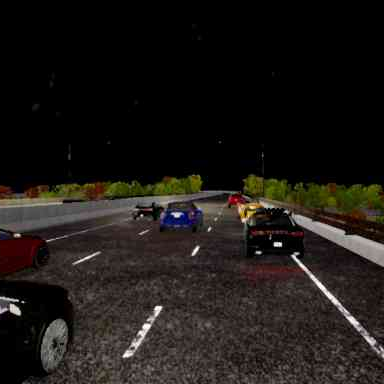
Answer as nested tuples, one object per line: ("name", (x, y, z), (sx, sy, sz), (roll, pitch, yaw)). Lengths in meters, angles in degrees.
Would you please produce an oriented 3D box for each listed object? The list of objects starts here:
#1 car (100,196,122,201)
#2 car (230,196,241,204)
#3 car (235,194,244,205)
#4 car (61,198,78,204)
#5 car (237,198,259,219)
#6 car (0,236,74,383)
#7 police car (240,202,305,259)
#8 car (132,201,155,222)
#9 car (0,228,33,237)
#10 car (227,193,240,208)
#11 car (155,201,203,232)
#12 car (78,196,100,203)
("car", (-11.320, 1.509, 48.620), (1.812, 1.442, 4.674), (0, 0, 7))
("car", (8.365, 1.466, 64.182), (2.128, 1.511, 4.902), (0, 0, 7))
("car", (4.959, 1.342, 28.607), (2.097, 1.767, 4.553), (0, 0, 7))
("car", (-18.150, 1.546, 50.371), (1.994, 1.385, 4.181), (0, 0, 7))
("car", (4.240, 1.448, 22.872), (1.801, 1.575, 5.366), (0, 0, 7))
("car", (-2.773, 1.490, 2.755), (2.128, 1.511, 4.902), (0, 0, 7))
("police car", (2.985, 1.422, 12.871), (1.930, 1.638, 5.238), (0, 0, 7))
("car", (-3.320, 1.483, 26.481), (2.128, 1.511, 4.902), (0, 0, 7))
("car", (-5.560, 1.561, 8.629), (1.994, 1.385, 4.181), (0, 0, 7))
("car", (6.222, 1.205, 47.098), (2.150, 2.045, 5.566), (0, 0, 7))
("car", (-0.550, 1.345, 20.439), (2.097, 1.767, 4.553), (0, 0, 7))
("car", (-14.673, 1.335, 49.982), (2.097, 1.767, 4.553), (0, 0, 7))
